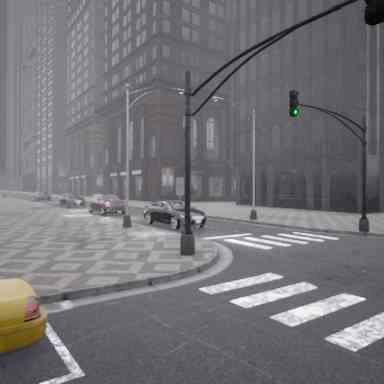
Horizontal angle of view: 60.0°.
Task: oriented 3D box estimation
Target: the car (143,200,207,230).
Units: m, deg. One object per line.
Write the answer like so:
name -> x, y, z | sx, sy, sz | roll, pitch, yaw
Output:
car -> -1.088, 1.221, 19.221 | 2.128, 1.511, 4.902 | 0, 1, -36

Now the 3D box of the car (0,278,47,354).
car -> -4.253, 1.523, 3.619 | 4.829, 1.417, 1.752 | 0, 0, -35

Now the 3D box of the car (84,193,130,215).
car -> -6.817, 0.898, 27.211 | 2.097, 1.767, 4.553 | 0, 1, -35

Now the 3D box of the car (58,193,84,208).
car -> -12.936, 0.849, 35.743 | 2.128, 1.511, 4.902 | 0, 1, -36

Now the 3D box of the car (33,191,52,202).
car -> -21.711, 0.628, 48.123 | 1.837, 1.490, 4.892 | 0, 1, -36
